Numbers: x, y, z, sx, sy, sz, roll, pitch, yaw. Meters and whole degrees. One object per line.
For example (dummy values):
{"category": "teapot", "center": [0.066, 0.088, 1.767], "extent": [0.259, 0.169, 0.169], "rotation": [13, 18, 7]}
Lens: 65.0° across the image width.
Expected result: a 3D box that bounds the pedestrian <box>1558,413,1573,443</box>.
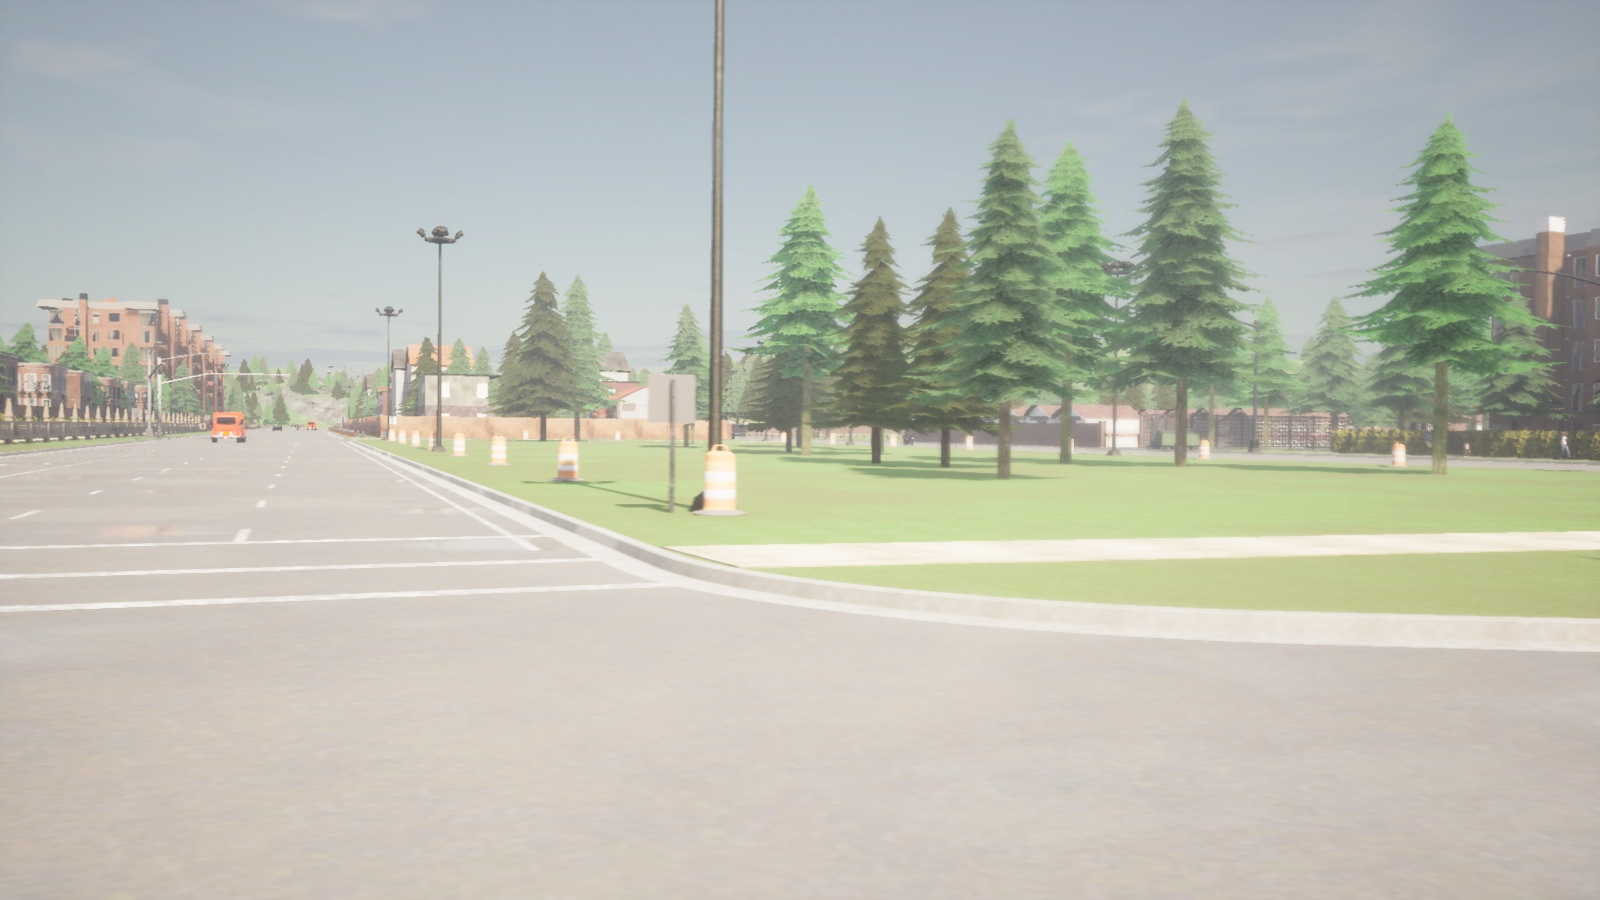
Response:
{"category": "pedestrian", "center": [48.114, -1.378, 78.918], "extent": [0.354, 1.836, 0.706], "rotation": [-1, 1, -20]}
